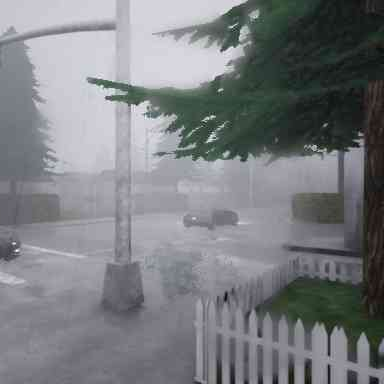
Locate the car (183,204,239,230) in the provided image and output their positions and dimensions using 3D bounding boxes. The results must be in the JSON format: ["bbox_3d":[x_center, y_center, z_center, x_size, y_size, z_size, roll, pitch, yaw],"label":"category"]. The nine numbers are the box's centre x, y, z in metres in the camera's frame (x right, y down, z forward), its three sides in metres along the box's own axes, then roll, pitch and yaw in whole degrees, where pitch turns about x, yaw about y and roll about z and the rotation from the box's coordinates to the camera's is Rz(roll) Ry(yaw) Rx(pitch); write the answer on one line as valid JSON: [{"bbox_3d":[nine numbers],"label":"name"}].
[{"bbox_3d":[1.263,1.463,20.668,1.994,1.385,4.181,1,1,35],"label":"car"}]

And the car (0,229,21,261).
[{"bbox_3d":[-7.225,1.383,8.760,4.892,1.490,1.837,-1,4,-41],"label":"car"}]
